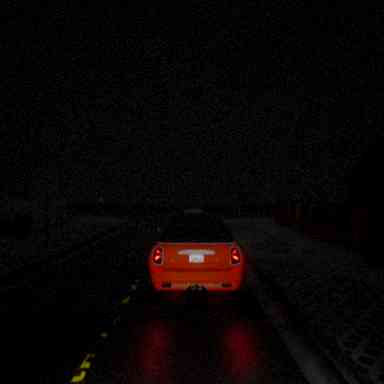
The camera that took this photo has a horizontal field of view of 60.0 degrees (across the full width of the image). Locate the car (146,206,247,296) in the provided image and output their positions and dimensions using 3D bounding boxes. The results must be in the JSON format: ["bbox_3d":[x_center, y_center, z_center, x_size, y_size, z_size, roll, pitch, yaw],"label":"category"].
[{"bbox_3d":[0.095,1.357,8.810,2.097,1.767,4.553,0,0,0],"label":"car"}]

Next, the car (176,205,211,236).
[{"bbox_3d":[0.079,1.542,19.351,1.812,1.442,4.674,0,0,0],"label":"car"}]

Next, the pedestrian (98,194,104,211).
[{"bbox_3d":[-9.712,1.097,35.540,0.375,1.860,0.375,0,-1,0],"label":"pedestrian"}]
